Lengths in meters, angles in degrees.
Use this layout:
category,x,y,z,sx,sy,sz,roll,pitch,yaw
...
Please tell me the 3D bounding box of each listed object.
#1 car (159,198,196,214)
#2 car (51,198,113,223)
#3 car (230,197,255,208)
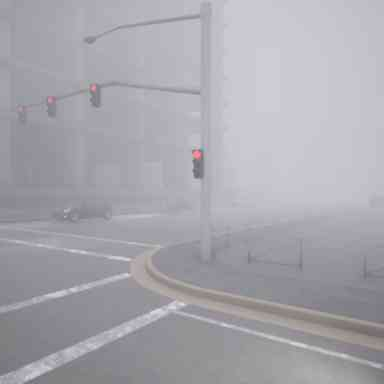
category,x,y,z,sx,sy,sz,roll,pitch,yaw
car,-1.500,1.435,35.072,2.128,1.511,4.902,0,0,35
car,-8.342,1.295,25.419,2.097,1.767,4.553,0,0,36
car,7.245,1.420,47.367,1.882,1.535,5.008,0,0,36
